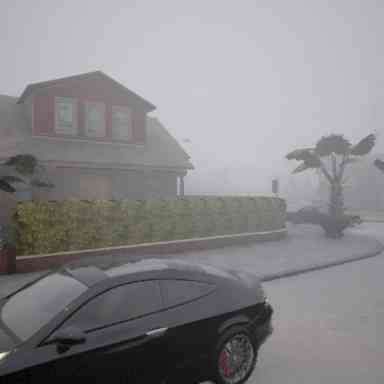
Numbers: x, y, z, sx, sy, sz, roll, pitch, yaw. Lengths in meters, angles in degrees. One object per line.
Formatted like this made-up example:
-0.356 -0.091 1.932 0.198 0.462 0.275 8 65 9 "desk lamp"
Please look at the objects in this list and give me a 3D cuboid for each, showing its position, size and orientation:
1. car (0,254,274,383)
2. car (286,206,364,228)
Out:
-1.057 1.526 3.791 4.674 1.442 1.812 0 0 -35 "car"
8.413 1.601 21.481 1.895 1.301 4.718 0 0 -35 "car"
